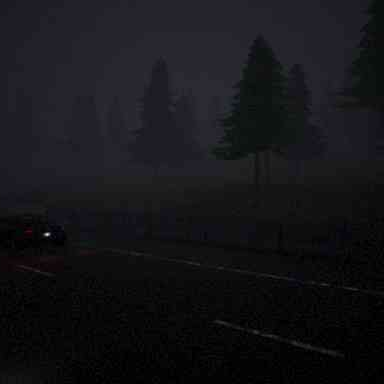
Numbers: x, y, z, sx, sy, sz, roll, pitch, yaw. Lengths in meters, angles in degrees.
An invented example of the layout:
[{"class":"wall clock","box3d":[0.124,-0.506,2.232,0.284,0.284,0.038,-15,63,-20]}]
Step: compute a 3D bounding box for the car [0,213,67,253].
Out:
[{"class":"car","box3d":[-6.989,1.570,13.793,4.181,1.385,1.994,0,0,40]}]
